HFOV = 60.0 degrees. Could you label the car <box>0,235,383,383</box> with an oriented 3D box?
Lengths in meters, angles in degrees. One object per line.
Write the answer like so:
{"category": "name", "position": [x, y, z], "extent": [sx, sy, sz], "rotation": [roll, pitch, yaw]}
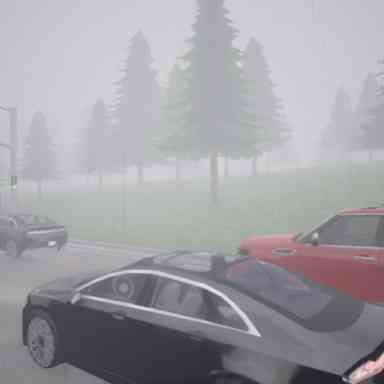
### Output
{"category": "car", "position": [-0.219, 1.517, 4.148], "extent": [4.902, 1.511, 2.128], "rotation": [-1, 0, 36]}

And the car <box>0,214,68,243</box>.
{"category": "car", "position": [-6.946, 1.628, 13.235], "extent": [4.902, 1.511, 2.128], "rotation": [-1, 0, 36]}

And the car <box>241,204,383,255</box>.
{"category": "car", "position": [3.349, 1.226, 5.903], "extent": [5.566, 2.045, 2.150], "rotation": [-1, -1, 36]}
